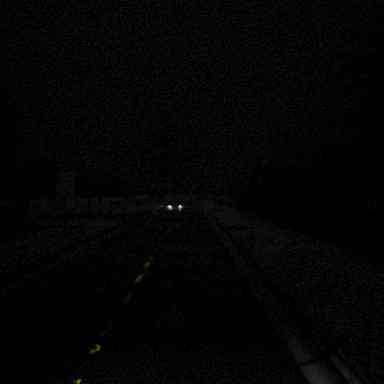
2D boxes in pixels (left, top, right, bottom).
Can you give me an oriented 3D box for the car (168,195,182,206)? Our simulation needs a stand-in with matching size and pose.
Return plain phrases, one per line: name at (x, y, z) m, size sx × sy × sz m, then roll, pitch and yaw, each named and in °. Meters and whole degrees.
car at (-2.724, 1.311, 54.576) m, size 2.097 × 1.767 × 4.553 m, roll 0°, pitch -1°, yaw 0°
